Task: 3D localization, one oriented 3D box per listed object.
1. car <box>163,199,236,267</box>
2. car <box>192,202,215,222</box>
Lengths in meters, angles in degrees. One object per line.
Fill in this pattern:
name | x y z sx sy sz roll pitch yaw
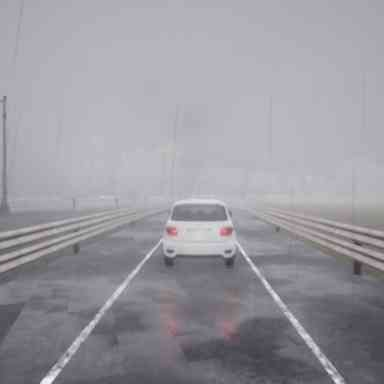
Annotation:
car | 0.280 1.269 11.784 2.150 2.045 5.566 0 0 2
car | 1.090 1.644 28.693 1.812 1.442 4.674 0 0 4
